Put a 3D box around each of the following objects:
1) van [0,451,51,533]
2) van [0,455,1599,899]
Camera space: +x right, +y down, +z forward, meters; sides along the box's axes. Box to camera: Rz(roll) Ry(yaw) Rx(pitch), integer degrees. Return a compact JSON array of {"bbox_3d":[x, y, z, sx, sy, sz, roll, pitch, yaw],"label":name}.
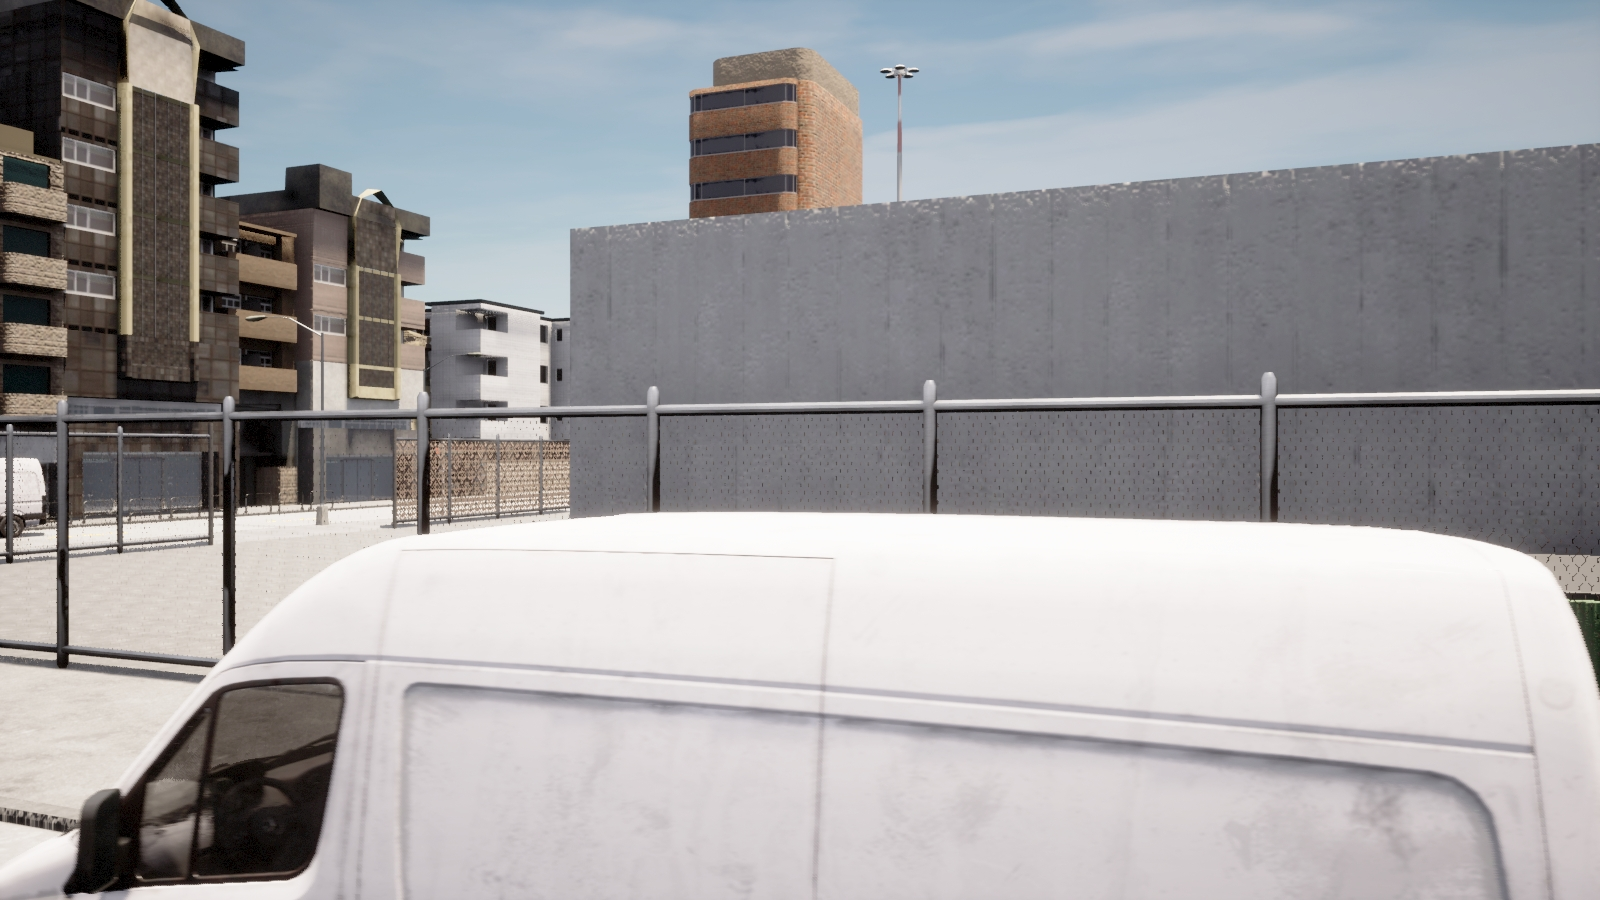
[{"bbox_3d":[-26.517,1.314,35.024,1.988,2.561,5.915,0,0,21],"label":"van"},{"bbox_3d":[-0.527,1.315,4.261,5.915,2.561,1.988,0,0,22],"label":"van"}]
